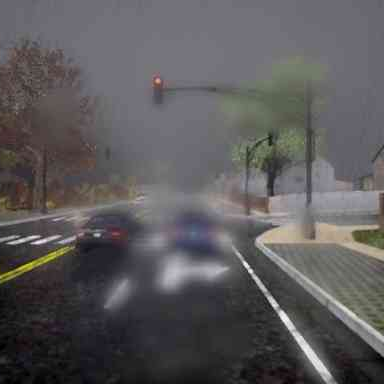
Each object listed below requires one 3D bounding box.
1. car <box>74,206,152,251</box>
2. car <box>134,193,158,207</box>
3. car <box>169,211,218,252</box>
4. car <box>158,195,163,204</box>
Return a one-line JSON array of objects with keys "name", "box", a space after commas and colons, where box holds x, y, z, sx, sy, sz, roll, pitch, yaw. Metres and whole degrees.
[{"name": "car", "box": [-3.165, 1.513, 13.807, 2.033, 1.411, 5.357, 0, 0, 1]}, {"name": "car", "box": [-6.495, 1.124, 46.051, 2.150, 2.045, 5.566, 0, 0, 0]}, {"name": "car", "box": [0.085, 1.514, 13.785, 2.033, 1.411, 5.357, 0, 0, 1]}, {"name": "car", "box": [-6.419, 1.373, 61.566, 2.128, 1.511, 4.902, 0, 0, 1]}]
